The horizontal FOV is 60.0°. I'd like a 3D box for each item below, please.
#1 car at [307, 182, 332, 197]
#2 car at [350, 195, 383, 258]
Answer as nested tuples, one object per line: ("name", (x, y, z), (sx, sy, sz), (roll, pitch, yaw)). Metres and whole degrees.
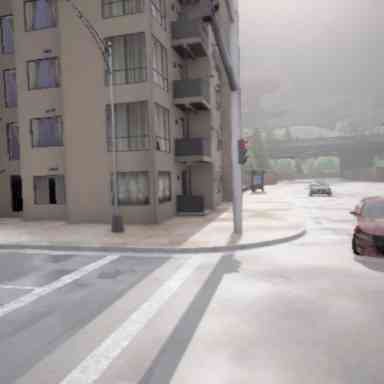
("car", (12.564, -0.324, 32.974), (1.994, 1.385, 4.181), (-1, 3, 15))
("car", (5.896, 0.880, 10.014), (1.882, 1.535, 5.008), (-1, 4, 26))
